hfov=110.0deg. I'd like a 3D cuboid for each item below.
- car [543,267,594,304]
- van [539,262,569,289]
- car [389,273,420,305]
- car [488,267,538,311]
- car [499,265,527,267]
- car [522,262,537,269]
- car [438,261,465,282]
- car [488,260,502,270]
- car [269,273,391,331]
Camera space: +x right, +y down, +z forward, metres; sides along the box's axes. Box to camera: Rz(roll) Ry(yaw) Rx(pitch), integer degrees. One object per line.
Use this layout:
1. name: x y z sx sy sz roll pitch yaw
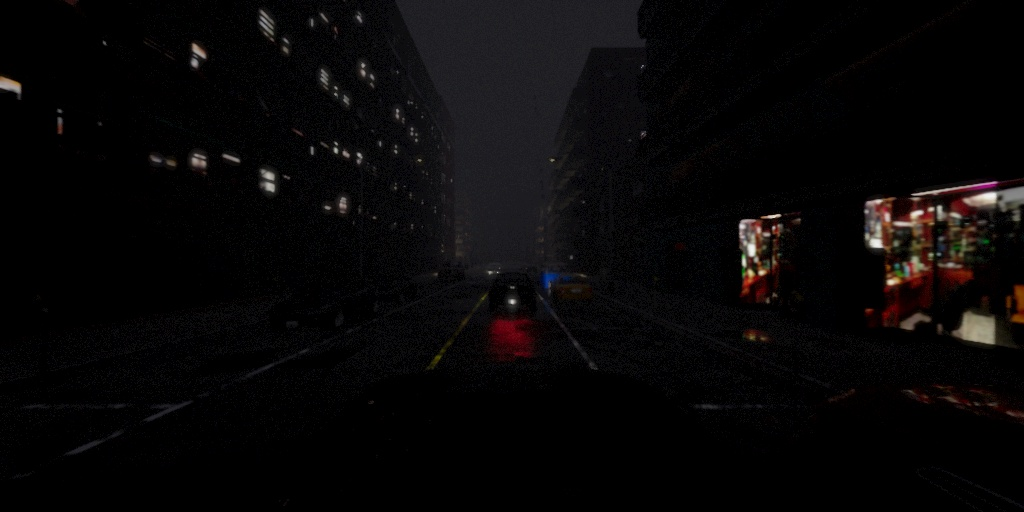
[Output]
1. car: 2.705 1.437 17.293 1.751 1.417 4.829 0 0 0
2. van: 2.711 1.313 22.808 1.690 1.789 3.998 0 0 0
3. car: -5.676 1.477 17.135 1.948 1.339 4.313 0 0 0
4. car: 0.037 1.400 15.333 1.837 1.490 4.892 0 0 1
5. car: 0.048 1.651 30.073 1.895 1.301 4.718 0 -1 1
6. car: 2.740 1.833 51.228 2.007 1.370 4.403 0 0 0
7. car: -5.659 1.409 34.188 2.192 1.841 5.009 0 0 0
8. car: -2.975 1.638 63.304 2.150 2.045 5.566 0 -1 1
9. car: -5.681 1.417 11.451 1.948 1.339 4.313 0 0 0
